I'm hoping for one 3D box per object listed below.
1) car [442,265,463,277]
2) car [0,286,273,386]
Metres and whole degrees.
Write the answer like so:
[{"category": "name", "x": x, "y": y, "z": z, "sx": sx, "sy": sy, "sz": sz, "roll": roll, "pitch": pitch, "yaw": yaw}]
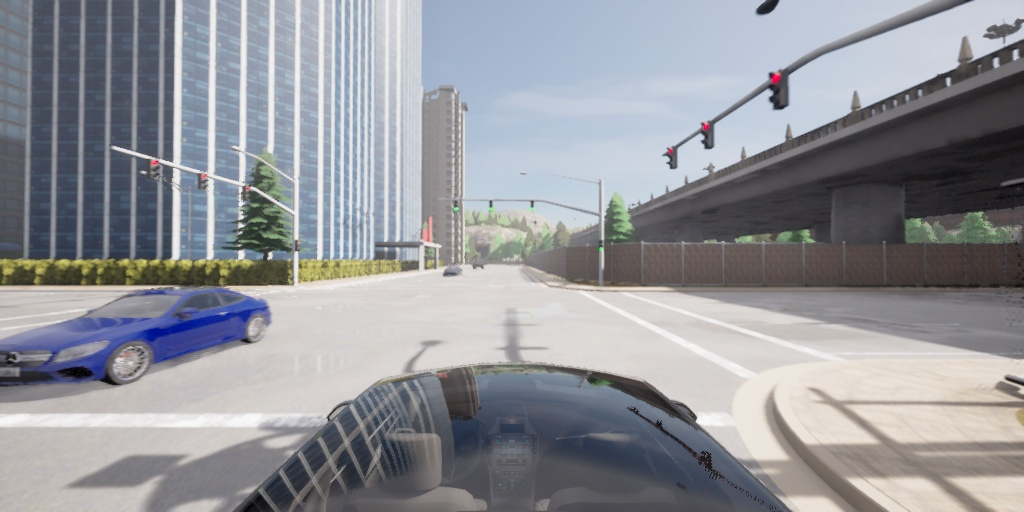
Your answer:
[{"category": "car", "x": -7.013, "y": 1.802, "z": 43.072, "sx": 2.033, "sy": 1.411, "sz": 5.357, "roll": 0, "pitch": 0, "yaw": 0}, {"category": "car", "x": -7.001, "y": 1.386, "z": 7.312, "sx": 1.812, "sy": 1.442, "sz": 4.674, "roll": 0, "pitch": -1, "yaw": 0}]
